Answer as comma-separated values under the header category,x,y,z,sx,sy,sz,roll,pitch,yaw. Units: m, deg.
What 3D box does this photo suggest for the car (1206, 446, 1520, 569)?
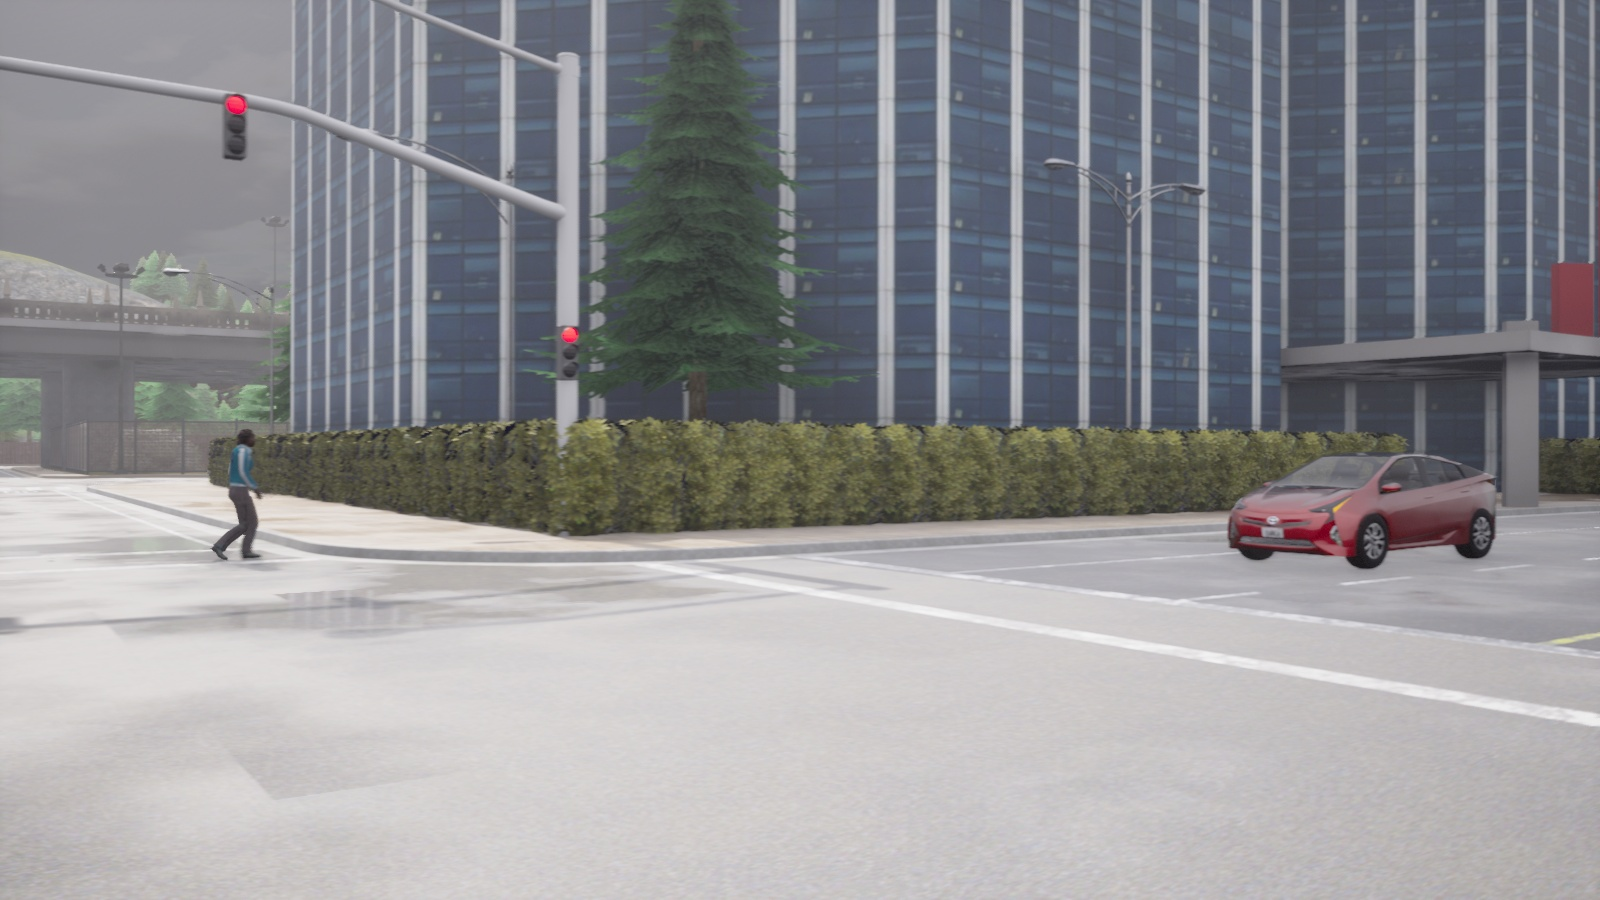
category,x,y,z,sx,sy,sz,roll,pitch,yaw
car,8.028,0.718,17.774,4.514,1.525,2.007,0,0,-35

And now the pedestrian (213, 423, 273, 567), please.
category,x,y,z,sx,sy,sz,roll,pitch,yaw
pedestrian,-7.615,0.598,17.167,0.692,1.930,0.396,0,0,-33
